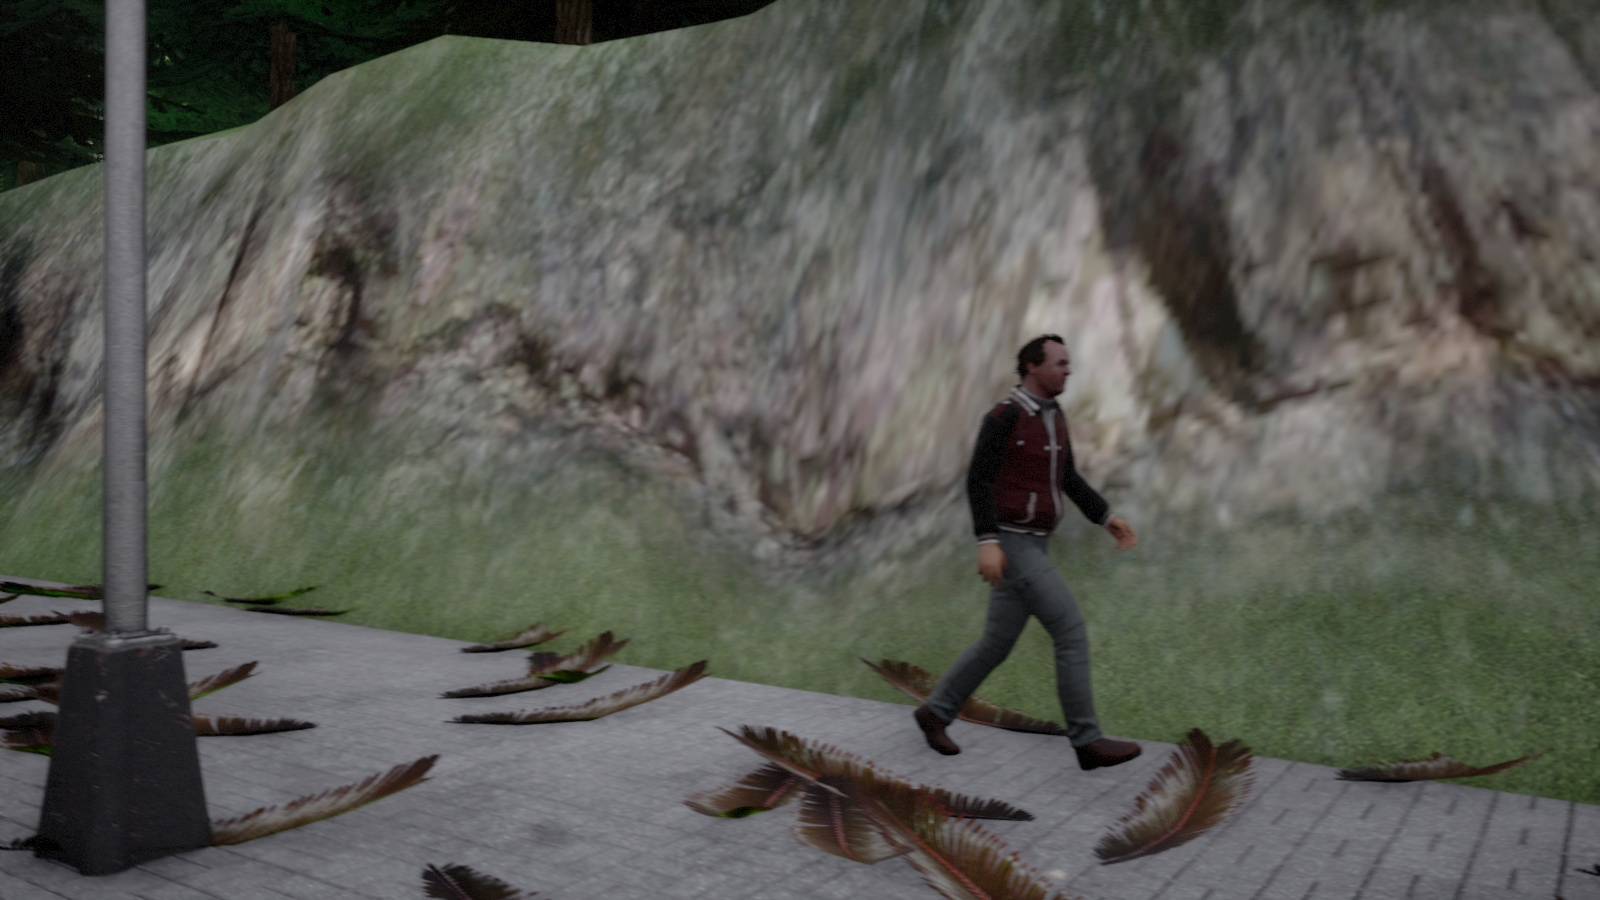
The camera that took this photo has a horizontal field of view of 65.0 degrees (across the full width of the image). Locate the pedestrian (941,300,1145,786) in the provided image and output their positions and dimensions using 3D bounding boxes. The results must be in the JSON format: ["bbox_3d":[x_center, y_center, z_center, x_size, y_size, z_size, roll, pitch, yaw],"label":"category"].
[{"bbox_3d":[0.991,0.354,5.140,0.720,1.854,0.376,0,1,34],"label":"pedestrian"}]
